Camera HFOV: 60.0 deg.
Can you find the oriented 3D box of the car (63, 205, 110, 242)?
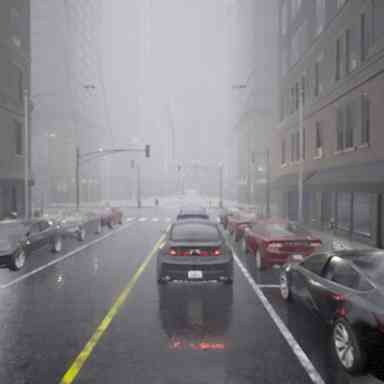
[{"bbox_3d":[-5.756,1.582,16.445,2.008,1.369,4.403,-1,0,0],"label":"car"}]

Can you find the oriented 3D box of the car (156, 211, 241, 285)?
[{"bbox_3d":[0.077,1.522,9.534,1.837,1.490,4.892,0,0,0],"label":"car"}]

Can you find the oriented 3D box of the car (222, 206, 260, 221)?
[{"bbox_3d":[2.769,1.576,16.436,1.887,1.381,4.507,-1,0,0],"label":"car"}]

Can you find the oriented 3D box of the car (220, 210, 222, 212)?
[{"bbox_3d":[2.775,1.586,21.941,1.887,1.381,4.507,-1,0,0],"label":"car"}]

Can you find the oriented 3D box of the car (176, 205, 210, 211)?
[{"bbox_3d":[0.058,1.515,19.934,1.882,1.535,5.008,0,0,1],"label":"car"}]

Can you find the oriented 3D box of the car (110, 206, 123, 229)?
[{"bbox_3d":[-5.750,1.586,21.950,1.887,1.381,4.507,-1,0,0],"label":"car"}]

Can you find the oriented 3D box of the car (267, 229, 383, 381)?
[{"bbox_3d":[2.758,1.576,5.426,1.947,1.339,4.313,-1,0,0],"label":"car"}]

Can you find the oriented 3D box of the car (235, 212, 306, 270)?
[{"bbox_3d":[2.764,1.565,10.930,1.887,1.381,4.507,-1,0,0],"label":"car"}]

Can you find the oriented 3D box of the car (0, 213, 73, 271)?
[{"bbox_3d":[-5.761,1.586,10.939,1.947,1.339,4.313,-1,0,0],"label":"car"}]
